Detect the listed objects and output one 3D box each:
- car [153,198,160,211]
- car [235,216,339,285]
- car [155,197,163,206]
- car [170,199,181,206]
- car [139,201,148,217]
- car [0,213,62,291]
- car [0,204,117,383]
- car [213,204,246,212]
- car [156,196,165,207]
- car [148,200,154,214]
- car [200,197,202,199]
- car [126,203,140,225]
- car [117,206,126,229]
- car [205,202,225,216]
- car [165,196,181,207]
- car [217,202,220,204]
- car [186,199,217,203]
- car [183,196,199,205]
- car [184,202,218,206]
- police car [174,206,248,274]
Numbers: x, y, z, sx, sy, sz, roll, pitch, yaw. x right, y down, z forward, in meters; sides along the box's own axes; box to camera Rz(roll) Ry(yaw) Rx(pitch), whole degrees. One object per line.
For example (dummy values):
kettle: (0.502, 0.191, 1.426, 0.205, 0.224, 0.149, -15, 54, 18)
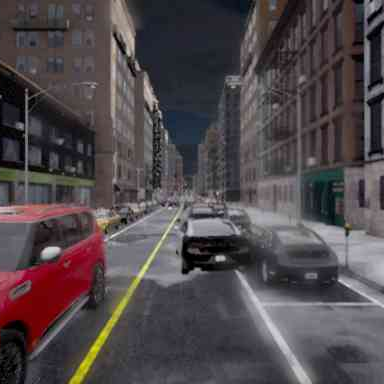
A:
car: (-5.600, 1.797, 41.872, 2.008, 1.369, 4.403, 0, 0, 0)
car: (2.592, 1.607, 9.429, 2.008, 1.369, 4.403, 0, 0, 0)
car: (-5.628, 1.826, 47.285, 2.008, 1.369, 4.403, 0, 0, 0)
car: (-3.071, 1.982, 62.897, 1.895, 1.301, 4.718, 0, 0, 0)
car: (-5.544, 1.709, 30.876, 1.752, 1.417, 4.829, 0, 0, 0)
car: (-5.434, 1.498, 9.397, 1.967, 1.590, 4.097, 0, 0, 0)
car: (-2.872, 1.252, 4.978, 2.150, 2.045, 5.566, 0, 0, 0)
car: (2.536, 1.671, 20.254, 2.008, 1.369, 4.403, 0, 0, 0)
car: (-5.684, 1.647, 58.111, 2.192, 1.841, 5.009, 0, 0, 0)
car: (-5.573, 1.798, 36.459, 1.802, 1.307, 4.206, 0, 0, 0)
car: (2.396, 1.801, 47.487, 1.752, 1.417, 4.829, 0, 0, 0)
car: (-5.517, 1.719, 25.634, 1.947, 1.339, 4.313, 0, 0, 0)
car: (-5.488, 1.646, 20.052, 1.752, 1.417, 4.829, 0, 0, 0)
car: (2.453, 1.781, 36.491, 1.947, 1.339, 4.313, 0, 0, 0)
car: (-3.053, 1.875, 57.150, 2.033, 1.411, 5.357, 0, 0, 0)
car: (2.480, 1.750, 31.078, 1.947, 1.339, 4.313, 0, 0, 0)
car: (0.689, 1.638, 26.948, 1.882, 1.535, 5.008, 0, 0, 0)
car: (-0.230, 1.782, 47.966, 1.837, 1.490, 4.892, 0, 0, 0)
car: (0.611, 1.630, 20.948, 1.837, 1.490, 4.892, 0, 0, 0)
police car: (0.469, 1.491, 10.980, 1.930, 1.638, 5.238, 0, 0, -6)
